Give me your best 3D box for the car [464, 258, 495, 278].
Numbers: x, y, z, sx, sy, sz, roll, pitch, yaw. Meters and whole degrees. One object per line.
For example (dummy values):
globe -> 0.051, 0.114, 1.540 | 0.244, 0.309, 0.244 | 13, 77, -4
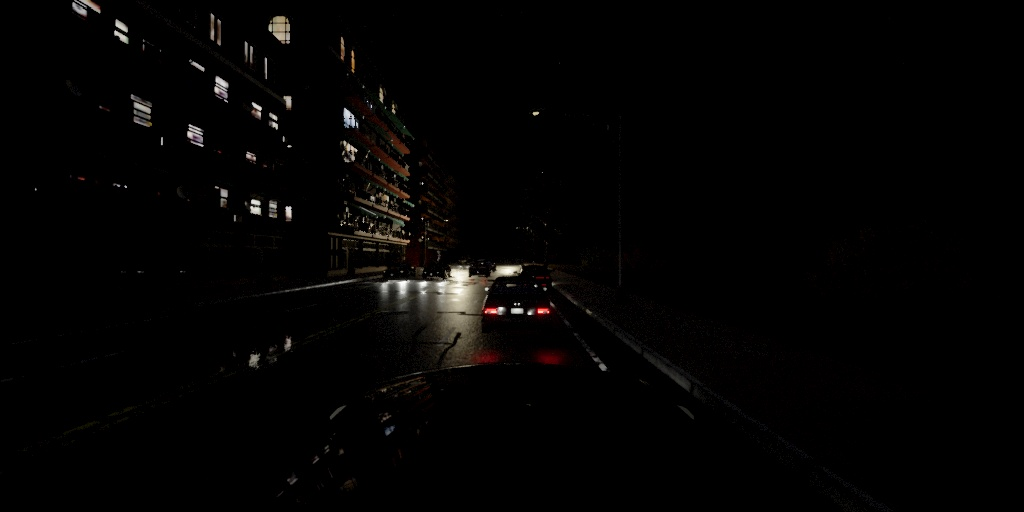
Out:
car -> -3.085, 1.245, 34.766 | 2.128, 1.511, 4.902 | 0, 0, 0

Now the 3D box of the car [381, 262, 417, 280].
car -> -9.782, 1.279, 31.519 | 1.812, 1.442, 4.674 | 0, 0, 0

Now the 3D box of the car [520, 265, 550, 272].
car -> 1.172, 1.258, 20.360 | 1.837, 1.490, 4.892 | 0, 0, 0

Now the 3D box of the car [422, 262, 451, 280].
car -> -6.546, 1.258, 31.468 | 1.837, 1.490, 4.892 | 0, 0, 0

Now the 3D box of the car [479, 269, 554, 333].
car -> 0.118, 1.299, 10.671 | 2.033, 1.411, 5.357 | 0, 0, 0
